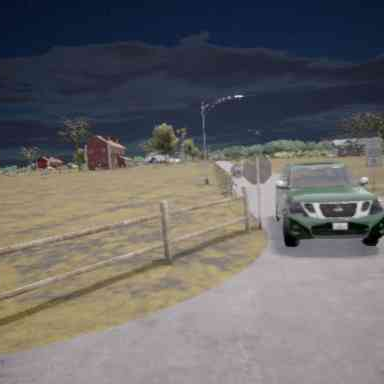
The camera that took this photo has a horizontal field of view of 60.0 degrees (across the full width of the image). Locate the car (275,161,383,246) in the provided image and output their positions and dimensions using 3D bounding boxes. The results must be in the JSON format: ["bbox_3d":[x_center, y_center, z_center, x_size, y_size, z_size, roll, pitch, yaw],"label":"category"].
[{"bbox_3d":[3.690,0.128,9.917,2.150,2.045,5.566,-2,5,10],"label":"car"}]

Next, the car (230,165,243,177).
[{"bbox_3d":[5.825,-2.696,41.556,1.994,1.385,4.181,-3,6,3],"label":"car"}]
